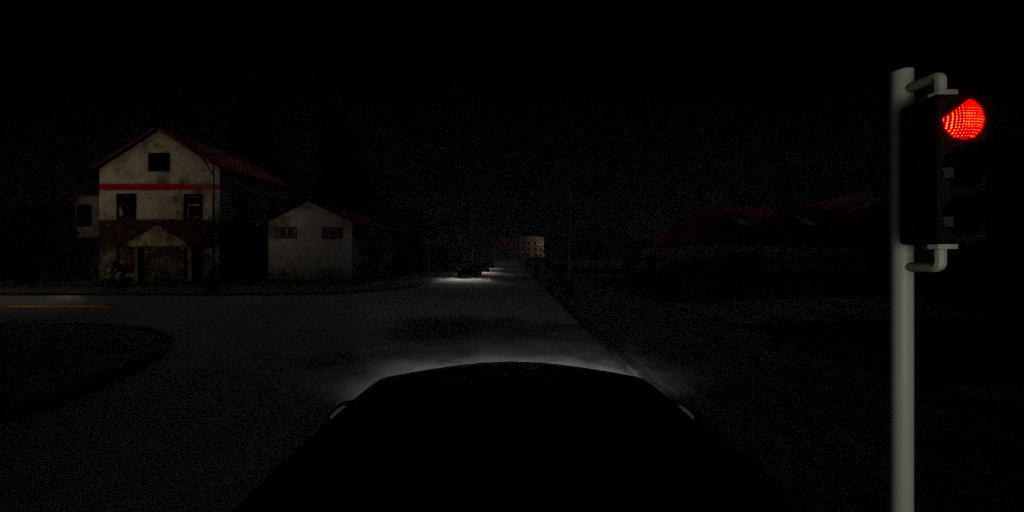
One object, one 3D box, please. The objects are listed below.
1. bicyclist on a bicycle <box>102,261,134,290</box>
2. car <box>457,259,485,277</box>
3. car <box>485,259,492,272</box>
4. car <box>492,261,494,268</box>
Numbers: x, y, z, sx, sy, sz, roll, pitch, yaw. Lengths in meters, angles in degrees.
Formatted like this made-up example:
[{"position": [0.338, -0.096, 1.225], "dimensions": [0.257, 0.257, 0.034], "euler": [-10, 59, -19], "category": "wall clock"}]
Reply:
[{"position": [-22.540, 1.097, 20.530], "dimensions": [0.582, 1.620, 1.656], "euler": [0, 0, 0], "category": "bicyclist on a bicycle"}, {"position": [-4.115, 1.224, 35.314], "dimensions": [1.882, 1.535, 5.008], "euler": [0, 0, 2], "category": "car"}, {"position": [-4.092, 1.223, 47.488], "dimensions": [1.882, 1.535, 5.008], "euler": [0, 0, 0], "category": "car"}, {"position": [-4.054, 1.221, 59.245], "dimensions": [1.882, 1.535, 5.008], "euler": [0, 0, 0], "category": "car"}]
